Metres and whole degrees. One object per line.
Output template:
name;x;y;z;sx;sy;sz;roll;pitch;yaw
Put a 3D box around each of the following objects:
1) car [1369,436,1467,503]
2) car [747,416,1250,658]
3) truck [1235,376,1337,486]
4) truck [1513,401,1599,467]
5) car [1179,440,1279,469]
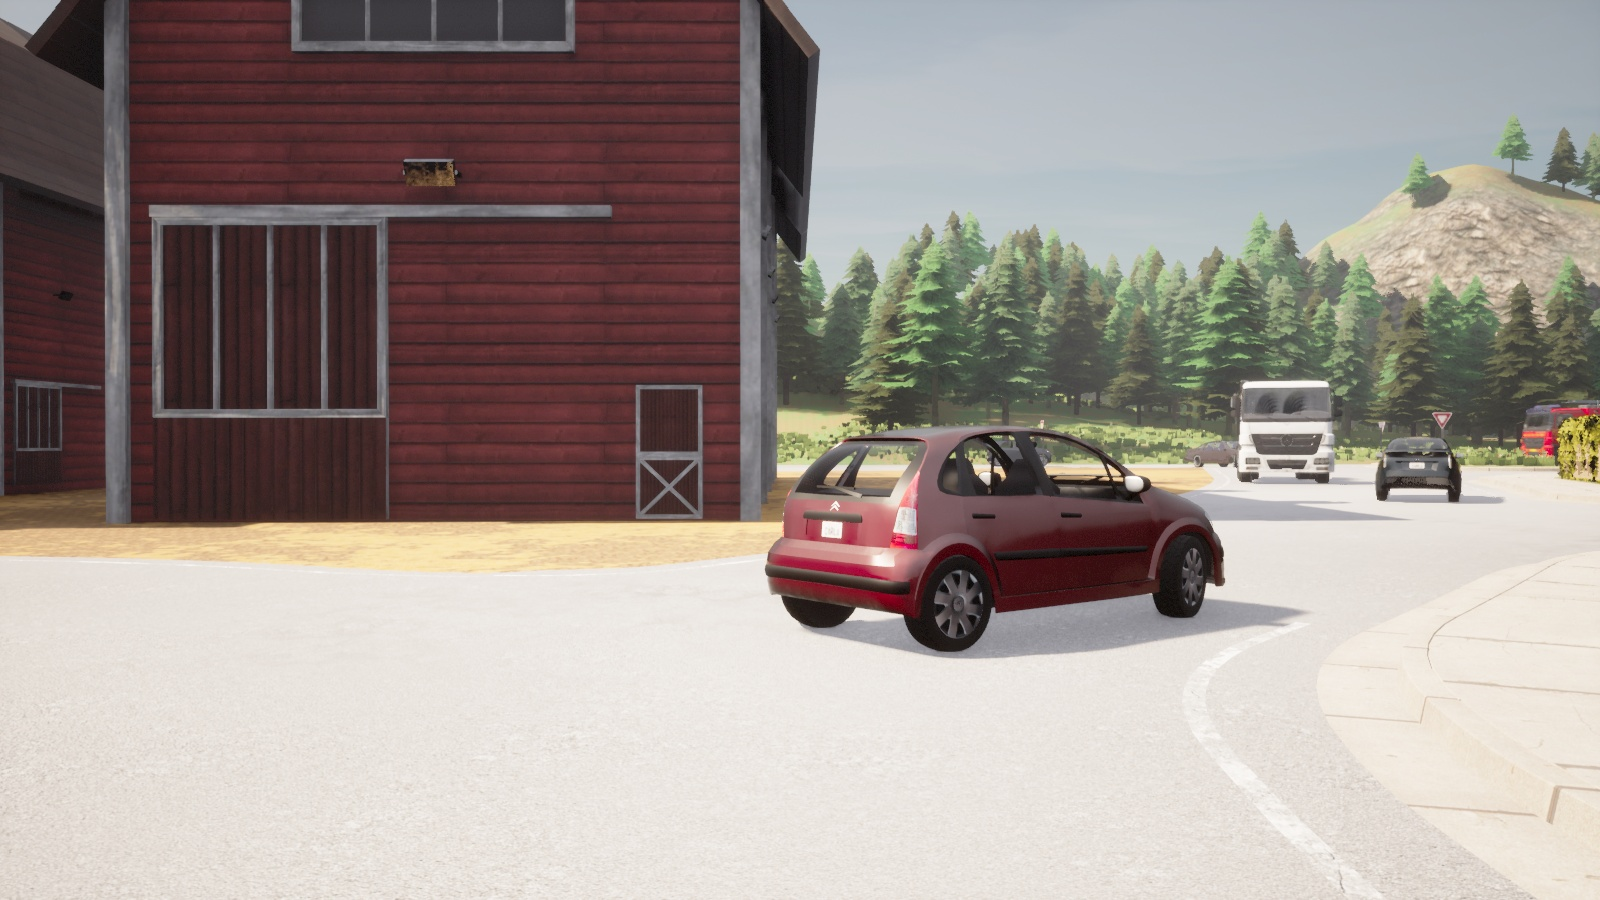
car;15.259;0.418;30.986;2.007;1.525;4.514;0;1;27
car;1.731;0.563;10.347;3.988;1.617;1.851;-1;1;-37
truck;16.699;-0.624;43.605;2.891;3.462;7.936;0;1;18
truck;47.500;-0.942;74.699;8.468;3.827;2.891;0;0;0
car;22.188;0.239;65.154;2.033;1.411;5.357;0;0;-19
